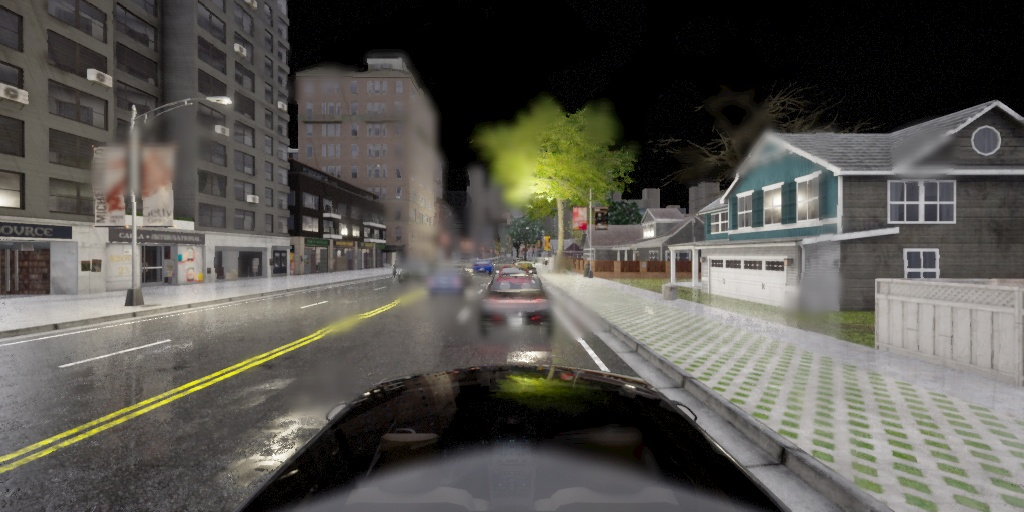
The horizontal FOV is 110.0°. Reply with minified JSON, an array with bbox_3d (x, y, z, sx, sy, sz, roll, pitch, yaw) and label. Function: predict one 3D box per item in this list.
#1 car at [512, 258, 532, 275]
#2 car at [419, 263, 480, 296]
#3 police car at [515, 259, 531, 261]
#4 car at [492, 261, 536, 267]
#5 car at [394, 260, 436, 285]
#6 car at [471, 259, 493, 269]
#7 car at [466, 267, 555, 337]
[{"bbox_3d":[1.019,1.069,39.439,2.097,1.767,4.553,0,0,0],"label":"car"},{"bbox_3d":[-3.127,1.289,19.059,2.033,1.411,5.357,0,0,0],"label":"car"},{"bbox_3d":[1.008,1.156,29.578,1.930,1.638,5.238,0,0,0],"label":"police car"},{"bbox_3d":[0.122,1.219,19.849,1.882,1.535,5.008,0,0,0],"label":"car"},{"bbox_3d":[-6.570,1.087,25.883,2.097,1.767,4.553,0,0,0],"label":"car"},{"bbox_3d":[-3.106,1.195,39.772,1.882,1.535,5.008,0,0,0],"label":"car"},{"bbox_3d":[0.113,1.239,10.346,2.128,1.511,4.902,0,0,0],"label":"car"}]
